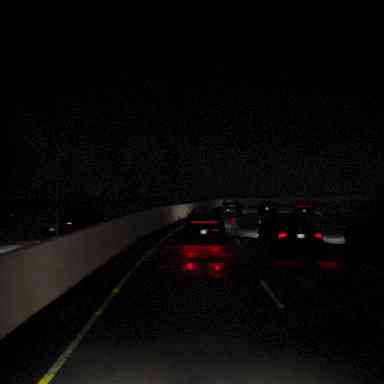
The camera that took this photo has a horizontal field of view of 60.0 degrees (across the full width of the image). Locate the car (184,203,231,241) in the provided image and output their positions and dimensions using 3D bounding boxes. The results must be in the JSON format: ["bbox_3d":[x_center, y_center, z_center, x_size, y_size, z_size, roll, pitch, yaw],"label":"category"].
[{"bbox_3d":[0.737,1.510,16.750,2.128,1.511,4.902,0,0,6],"label":"car"}]

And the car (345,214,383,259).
[{"bbox_3d":[7.344,1.539,12.267,1.812,1.442,4.674,0,0,3],"label":"car"}]

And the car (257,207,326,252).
[{"bbox_3d":[3.928,1.563,13.939,2.033,1.411,5.357,0,0,4],"label":"car"}]

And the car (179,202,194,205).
[{"bbox_3d":[-0.431,1.625,52.230,1.994,1.385,4.181,0,0,25],"label":"car"}]

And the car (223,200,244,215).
[{"bbox_3d":[4.095,1.528,33.905,2.128,1.511,4.902,0,0,16],"label":"car"}]

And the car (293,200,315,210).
[{"bbox_3d":[11.402,1.542,33.945,1.837,1.490,4.892,0,0,17],"label":"car"}]

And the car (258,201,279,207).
[{"bbox_3d":[7.932,1.601,34.504,1.994,1.385,4.181,0,0,17],"label":"car"}]
